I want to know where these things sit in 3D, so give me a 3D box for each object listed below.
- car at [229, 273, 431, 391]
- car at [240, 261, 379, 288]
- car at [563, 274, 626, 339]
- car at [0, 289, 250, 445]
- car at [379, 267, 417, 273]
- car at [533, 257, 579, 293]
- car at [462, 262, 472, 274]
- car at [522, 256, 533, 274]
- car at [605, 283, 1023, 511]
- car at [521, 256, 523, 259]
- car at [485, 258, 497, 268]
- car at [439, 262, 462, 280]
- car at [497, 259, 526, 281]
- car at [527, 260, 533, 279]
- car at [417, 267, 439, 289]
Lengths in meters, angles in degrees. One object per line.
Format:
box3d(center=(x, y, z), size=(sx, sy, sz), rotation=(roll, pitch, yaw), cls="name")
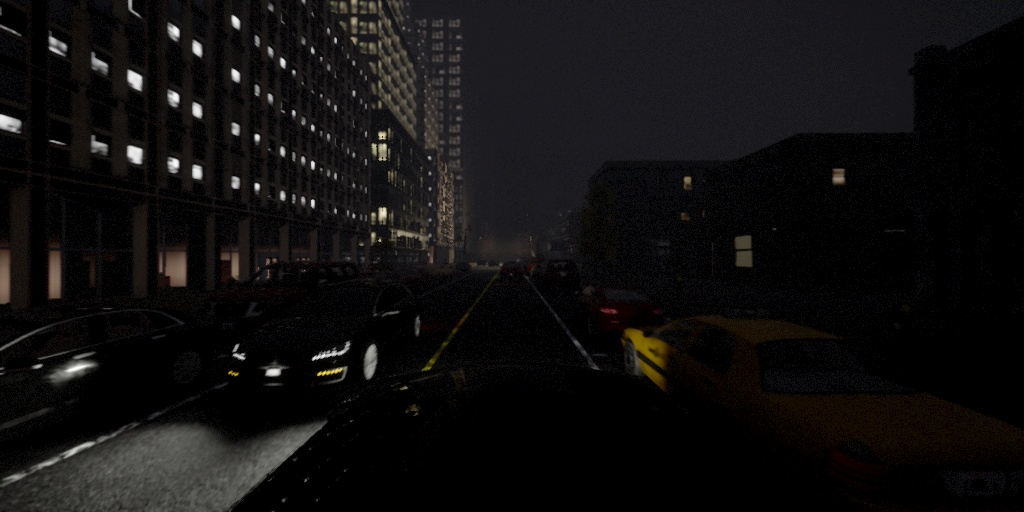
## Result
box3d(center=(-3.117, 1.263, 7.088), size=(1.837, 1.490, 4.892), rotation=(0, 0, 0), cls="car")
box3d(center=(-5.717, 1.079, 9.701), size=(2.192, 1.841, 5.009), rotation=(0, 0, 0), cls="car")
box3d(center=(2.664, 1.329, 9.735), size=(1.802, 1.307, 4.207), rotation=(0, 0, 0), cls="car")
box3d(center=(-5.693, 1.313, 4.164), size=(2.007, 1.370, 4.403), rotation=(0, 0, 0), cls="car")
box3d(center=(-5.740, 1.317, 15.238), size=(2.007, 1.370, 4.403), rotation=(0, 0, 0), cls="car")
box3d(center=(2.616, 1.067, 20.809), size=(2.192, 1.841, 5.009), rotation=(0, 0, 0), cls="car")
box3d(center=(-5.860, 1.353, 42.923), size=(1.948, 1.339, 4.313), rotation=(0, 0, 0), cls="car")
box3d(center=(2.545, 1.080, 37.420), size=(2.192, 1.841, 5.009), rotation=(0, 0, 0), cls="car")
box3d(center=(2.687, 1.271, 4.368), size=(1.751, 1.417, 4.829), rotation=(0, 0, 0), cls="car")
box3d(center=(2.521, 1.085, 42.956), size=(2.192, 1.841, 5.009), rotation=(0, 0, 0), cls="car")
box3d(center=(-3.282, 1.351, 64.624), size=(2.033, 1.411, 5.357), rotation=(0, 0, 0), cls="car")
box3d(center=(-5.812, 1.303, 31.679), size=(1.751, 1.417, 4.829), rotation=(0, 0, 0), cls="car")
box3d(center=(-0.042, 1.241, 29.966), size=(1.882, 1.535, 5.008), rotation=(0, 0, 0), cls="car")
box3d(center=(2.568, 1.286, 32.053), size=(1.751, 1.417, 4.829), rotation=(0, 0, 0), cls="car")
box3d(center=(-5.764, 1.315, 20.775), size=(1.888, 1.381, 4.507), rotation=(0, 0, 0), cls="car")
